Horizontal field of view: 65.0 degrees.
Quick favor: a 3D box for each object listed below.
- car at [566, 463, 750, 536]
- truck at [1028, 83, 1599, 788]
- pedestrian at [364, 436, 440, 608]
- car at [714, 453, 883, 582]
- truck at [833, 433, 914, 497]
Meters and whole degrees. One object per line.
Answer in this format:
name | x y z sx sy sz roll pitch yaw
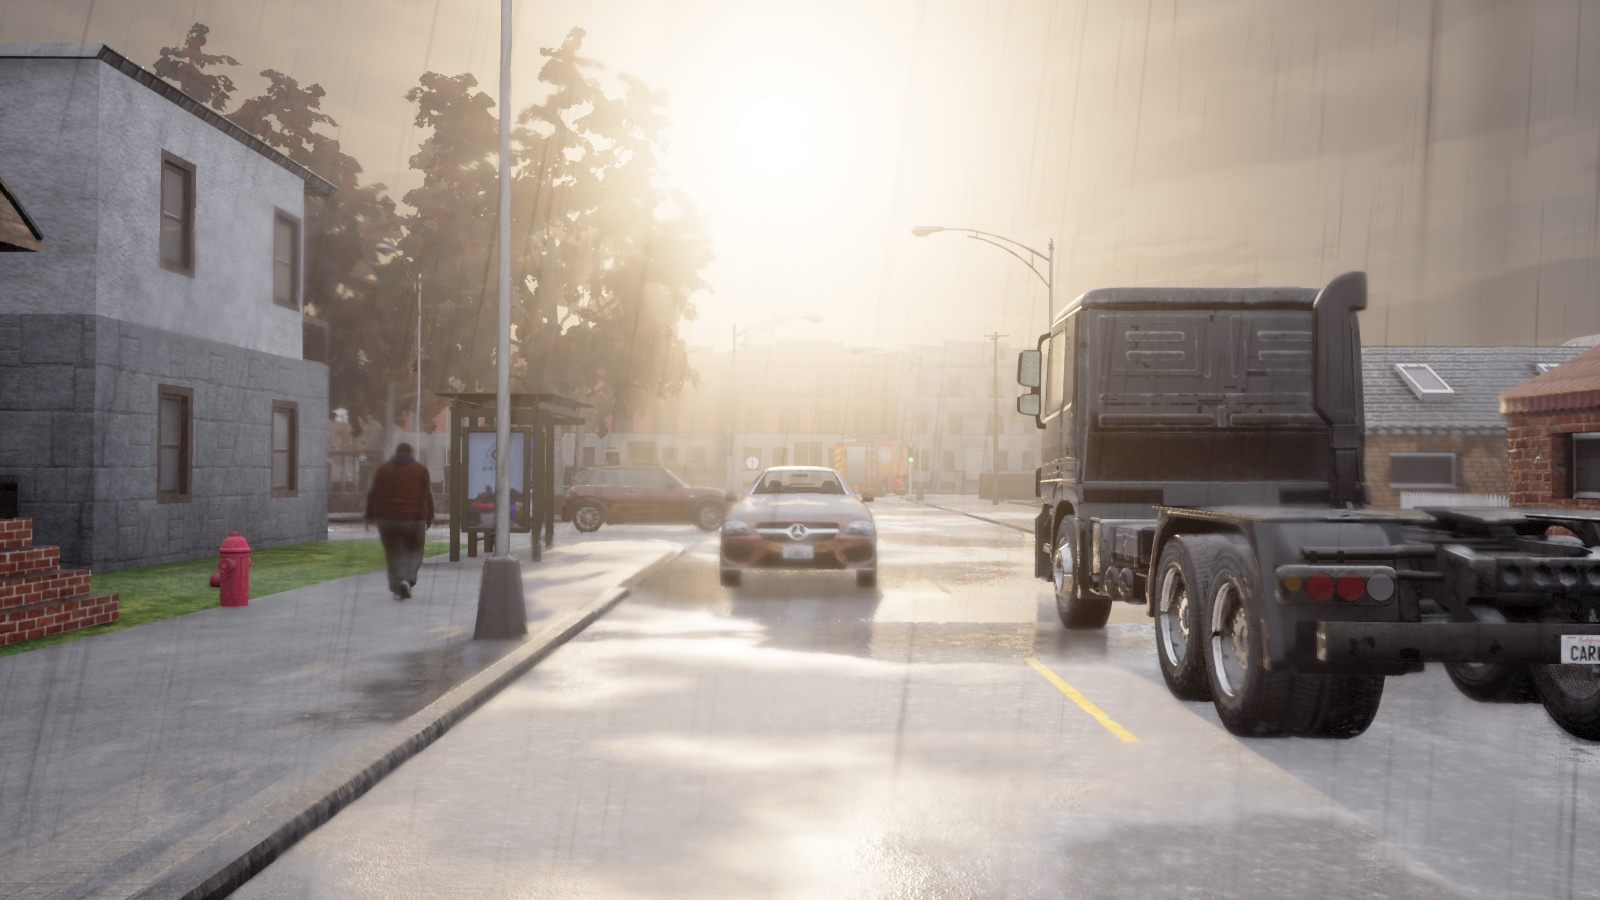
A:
car | -3.668 1.226 32.120 4.553 1.767 2.097 0 -1 -10
truck | 3.956 -0.013 10.135 2.891 3.462 7.936 0 -1 1
pedestrian | -4.415 0.776 13.971 0.634 1.844 0.899 0 -1 -6
car | 0.008 0.904 18.556 2.152 1.651 5.027 0 -1 1
truck | 4.783 0.959 79.310 2.891 3.827 8.468 -1 -1 19
